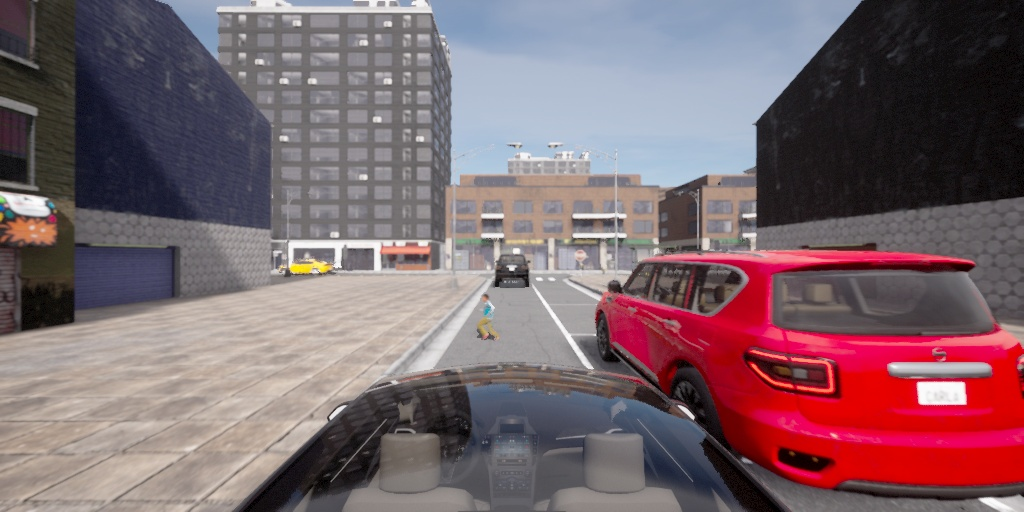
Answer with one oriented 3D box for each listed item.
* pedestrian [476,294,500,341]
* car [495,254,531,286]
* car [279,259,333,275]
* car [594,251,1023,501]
[{"bbox_3d":[-0.532,1.391,8.230,0.500,1.100,0.500,0,0,0],"label":"pedestrian"},{"bbox_3d":[0.081,0.864,23.862,2.150,2.045,5.566,0,0,2],"label":"car"},{"bbox_3d":[-20.796,1.103,36.224,5.008,1.535,1.882,0,0,0],"label":"car"},{"bbox_3d":[2.746,0.958,4.979,2.150,2.045,5.566,0,0,0],"label":"car"}]
